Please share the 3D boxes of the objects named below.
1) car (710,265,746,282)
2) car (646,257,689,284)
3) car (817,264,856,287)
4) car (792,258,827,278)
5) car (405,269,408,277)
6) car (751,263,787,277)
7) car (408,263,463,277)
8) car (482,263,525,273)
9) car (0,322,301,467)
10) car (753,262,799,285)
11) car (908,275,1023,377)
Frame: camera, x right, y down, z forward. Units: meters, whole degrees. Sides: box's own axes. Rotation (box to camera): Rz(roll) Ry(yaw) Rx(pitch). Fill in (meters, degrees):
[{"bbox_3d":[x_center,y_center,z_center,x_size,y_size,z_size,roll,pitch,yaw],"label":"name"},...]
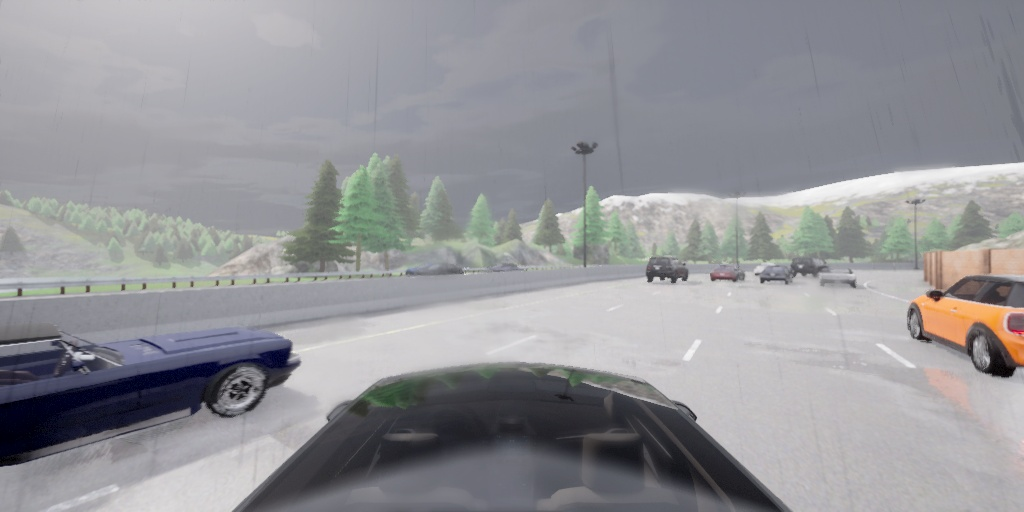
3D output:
[{"bbox_3d":[18.749,1.503,31.112,1.994,1.385,4.181,0,-1,43],"label":"car"},{"bbox_3d":[13.036,1.145,29.976,2.150,2.045,5.566,0,-2,39],"label":"car"},{"bbox_3d":[23.557,1.504,25.975,1.895,1.301,4.718,0,0,42],"label":"car"},{"bbox_3d":[31.002,1.198,37.355,5.566,2.045,2.150,0,0,-36],"label":"car"},{"bbox_3d":[-8.454,1.461,36.340,1.882,1.535,5.008,0,-1,36],"label":"car"},{"bbox_3d":[28.597,1.520,39.842,4.674,1.442,1.812,0,0,-36],"label":"car"},{"bbox_3d":[-6.655,1.437,32.839,1.882,1.535,5.008,0,0,35],"label":"car"},{"bbox_3d":[-0.465,1.499,29.473,1.994,1.385,4.181,0,0,35],"label":"car"},{"bbox_3d":[-5.012,1.366,3.737,1.895,1.301,4.718,0,0,34],"label":"car"},{"bbox_3d":[21.183,1.470,28.650,2.033,1.411,5.357,0,-1,43],"label":"car"},{"bbox_3d":[9.763,1.134,6.896,2.097,1.767,4.553,0,0,34],"label":"car"}]
